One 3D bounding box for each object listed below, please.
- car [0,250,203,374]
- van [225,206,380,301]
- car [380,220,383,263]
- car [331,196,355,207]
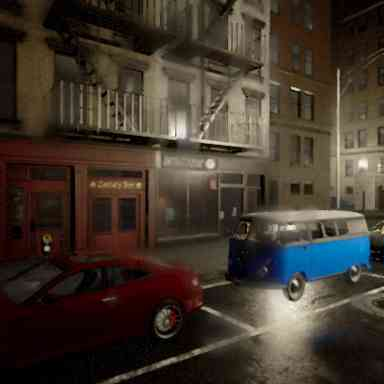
[{"bbox_3d":[-1.758,1.587,4.940,4.206,1.307,1.802,0,0,-35],"label":"car"},{"bbox_3d":[2.649,1.364,8.072,3.998,1.788,1.690,0,0,-35],"label":"van"},{"bbox_3d":[7.055,1.593,11.204,4.403,1.369,2.008,0,0,-35],"label":"car"},{"bbox_3d":[13.407,1.418,31.685,2.150,2.045,5.566,0,0,-35],"label":"car"}]
